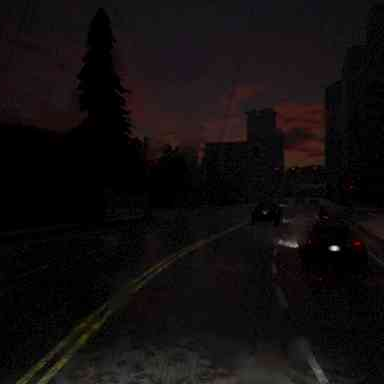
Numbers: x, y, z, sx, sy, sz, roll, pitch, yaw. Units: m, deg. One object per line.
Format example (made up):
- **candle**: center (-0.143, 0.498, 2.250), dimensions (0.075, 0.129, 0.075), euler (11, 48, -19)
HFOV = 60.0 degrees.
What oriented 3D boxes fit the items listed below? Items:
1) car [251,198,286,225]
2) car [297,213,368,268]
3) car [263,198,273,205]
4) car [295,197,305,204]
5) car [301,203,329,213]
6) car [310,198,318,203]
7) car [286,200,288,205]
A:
- **car**: center (6.090, 1.614, 26.694), dimensions (2.097, 1.767, 4.553), euler (0, -1, 19)
- **car**: center (4.853, 1.683, 11.911), dimensions (1.994, 1.385, 4.181), euler (0, -1, 17)
- **car**: center (18.469, 2.269, 80.630), dimensions (1.882, 1.535, 5.008), euler (0, -1, 20)
- **car**: center (27.487, 2.185, 85.040), dimensions (2.097, 1.767, 4.553), euler (0, -1, 20)
- **car**: center (9.134, 1.791, 24.692), dimensions (2.033, 1.411, 5.357), euler (0, -1, 20)
- **car**: center (30.789, 2.296, 83.878), dimensions (1.882, 1.535, 5.008), euler (0, -1, 20)
- **car**: center (21.764, 2.305, 79.448), dimensions (2.128, 1.511, 4.902), euler (0, -1, 20)
